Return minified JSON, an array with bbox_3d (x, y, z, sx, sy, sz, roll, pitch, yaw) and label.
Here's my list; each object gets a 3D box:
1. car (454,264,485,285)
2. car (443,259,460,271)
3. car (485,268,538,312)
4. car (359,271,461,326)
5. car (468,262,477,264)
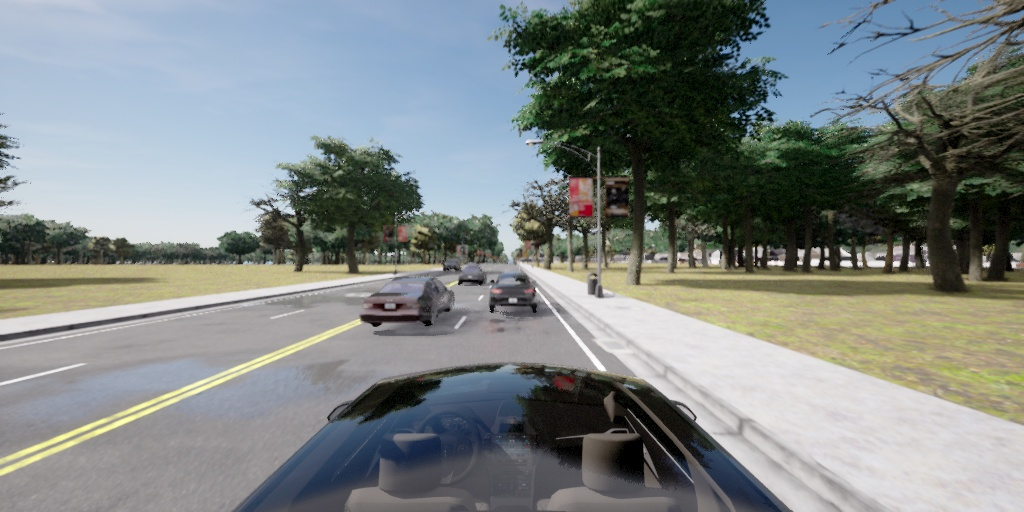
[{"bbox_3d":[-3.189,1.594,29.469,1.994,1.385,4.181,0,0,1],"label":"car"},{"bbox_3d":[-9.779,1.548,58.531,2.150,2.045,5.566,0,-1,1],"label":"car"},{"bbox_3d":[0.058,1.407,14.876,1.812,1.442,4.674,0,0,1],"label":"car"},{"bbox_3d":[-3.219,1.401,12.042,2.033,1.411,5.357,0,-1,1],"label":"car"},{"bbox_3d":[-6.536,1.805,58.589,1.882,1.535,5.008,0,-1,0],"label":"car"}]
